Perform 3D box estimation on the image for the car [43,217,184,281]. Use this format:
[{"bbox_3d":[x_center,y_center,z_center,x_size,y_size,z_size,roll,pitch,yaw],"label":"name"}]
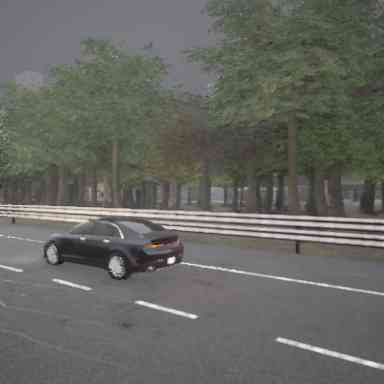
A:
[{"bbox_3d":[-2.502,1.514,9.954,4.892,1.490,1.837,0,0,36],"label":"car"}]
